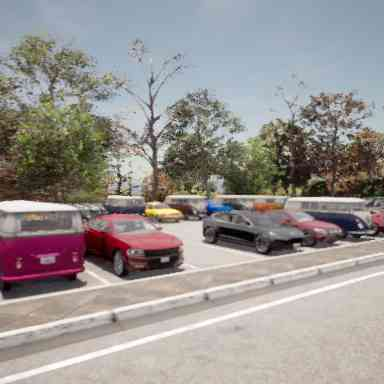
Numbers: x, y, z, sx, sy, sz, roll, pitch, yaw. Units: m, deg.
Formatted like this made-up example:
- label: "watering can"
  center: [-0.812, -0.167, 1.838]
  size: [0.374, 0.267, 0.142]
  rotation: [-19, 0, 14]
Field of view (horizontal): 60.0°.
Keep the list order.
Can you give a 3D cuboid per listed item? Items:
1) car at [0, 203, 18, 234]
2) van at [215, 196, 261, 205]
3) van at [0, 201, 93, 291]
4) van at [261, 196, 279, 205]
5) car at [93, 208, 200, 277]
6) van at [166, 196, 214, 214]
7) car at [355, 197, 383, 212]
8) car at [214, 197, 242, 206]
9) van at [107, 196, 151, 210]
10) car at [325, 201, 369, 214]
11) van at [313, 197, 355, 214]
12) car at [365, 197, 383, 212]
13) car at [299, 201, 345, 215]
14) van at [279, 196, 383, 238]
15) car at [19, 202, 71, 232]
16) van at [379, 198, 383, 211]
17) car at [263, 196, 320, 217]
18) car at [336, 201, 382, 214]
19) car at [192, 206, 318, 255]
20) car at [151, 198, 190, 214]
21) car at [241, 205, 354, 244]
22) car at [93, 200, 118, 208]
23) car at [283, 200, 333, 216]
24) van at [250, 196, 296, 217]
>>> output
- label: "car"
  center: [-11.941, 1.491, 19.795]
  size: [2.097, 1.535, 5.008]
  rotation: [0, 0, -35]
- label: "van"
  center: [3.897, 1.320, 30.944]
  size: [1.878, 1.987, 4.442]
  rotation: [1, 0, -35]
- label: "van"
  center: [-4.475, 1.265, 9.204]
  size: [1.878, 1.987, 4.442]
  rotation: [0, 0, -35]
- label: "van"
  center: [6.125, 1.373, 32.819]
  size: [1.878, 1.987, 4.442]
  rotation: [1, -1, -35]
- label: "car"
  center: [-2.150, 1.496, 10.724]
  size: [2.097, 1.535, 5.008]
  rotation: [0, 0, -35]
- label: "van"
  center: [-0.494, 1.294, 27.815]
  size: [1.878, 1.987, 4.442]
  rotation: [0, 0, -35]
- label: "car"
  center: [26.511, 1.799, 47.168]
  size: [2.435, 2.045, 5.566]
  rotation: [1, -1, -35]
- label: "car"
  center: [1.691, 1.525, 29.522]
  size: [2.097, 1.535, 5.008]
  rotation: [0, 0, -35]
- label: "van"
  center: [-5.141, 1.282, 24.791]
  size: [1.878, 1.987, 4.442]
  rotation: [0, 0, -35]
- label: "car"
  center: [19.620, 1.938, 42.295]
  size: [2.002, 1.452, 4.674]
  rotation: [1, -1, -35]
- label: "van"
  center: [17.301, 1.621, 40.783]
  size: [1.878, 1.987, 4.442]
  rotation: [1, -1, -35]
- label: "car"
  center: [28.767, 1.849, 48.775]
  size: [2.435, 2.045, 5.566]
  rotation: [1, -1, -35]
- label: "car"
  center: [15.214, 1.839, 39.149]
  size: [2.002, 1.452, 4.674]
  rotation: [1, -1, -35]
- label: "van"
  center: [6.965, 1.293, 17.069]
  size: [1.878, 1.987, 4.442]
  rotation: [0, 0, -35]
- label: "car"
  center: [-9.582, 1.497, 21.476]
  size: [2.097, 1.535, 5.008]
  rotation: [0, 0, -35]
- label: "van"
  center: [31.073, 1.925, 50.310]
  size: [1.878, 1.987, 4.442]
  rotation: [1, -1, -35]
- label: "car"
  center: [10.620, 1.445, 35.843]
  size: [2.435, 2.045, 5.566]
  rotation: [1, -1, -35]
- label: "car"
  center: [21.982, 1.950, 43.968]
  size: [2.097, 1.535, 5.008]
  rotation: [1, -1, -35]
- label: "car"
  center: [2.391, 1.537, 13.917]
  size: [2.163, 1.488, 4.792]
  rotation: [0, 0, -36]
- label: "car"
  center: [-2.709, 1.511, 26.153]
  size: [1.946, 1.575, 5.366]
  rotation: [0, 0, -36]
- label: "car"
  center: [4.634, 1.554, 15.555]
  size: [2.002, 1.452, 4.674]
  rotation: [0, 0, -35]
- label: "car"
  center: [-7.326, 1.503, 23.083]
  size: [2.231, 1.521, 4.892]
  rotation: [0, 0, -35]
- label: "car"
  center: [12.960, 1.749, 37.539]
  size: [2.097, 1.535, 5.008]
  rotation: [1, -1, -35]
- label: "van"
  center: [8.279, 1.421, 34.354]
  size: [1.878, 1.987, 4.442]
  rotation: [1, -1, -35]
